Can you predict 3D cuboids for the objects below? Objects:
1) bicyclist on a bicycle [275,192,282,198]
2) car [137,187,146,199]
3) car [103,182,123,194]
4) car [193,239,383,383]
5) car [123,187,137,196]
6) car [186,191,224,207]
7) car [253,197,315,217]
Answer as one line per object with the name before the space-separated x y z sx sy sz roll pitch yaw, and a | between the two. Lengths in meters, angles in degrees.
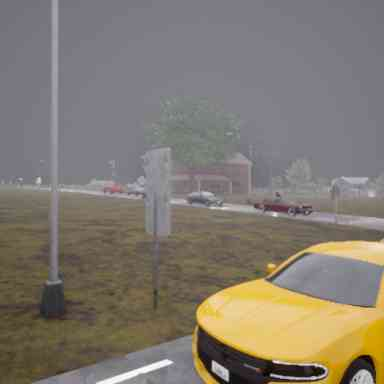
bicyclist on a bicycle | 8.710 0.778 33.668 1.656 1.620 0.582 1 1 -36
car | -4.654 0.107 42.004 2.097 1.767 4.553 0 2 -36
car | -14.315 -0.717 60.293 2.150 2.045 5.566 0 2 -36
car | 2.315 1.498 4.720 5.008 1.535 1.882 0 0 -35
car | -8.610 -0.086 52.458 1.812 1.442 4.674 0 2 -35
car | 1.216 0.644 33.838 1.812 1.442 4.674 0 2 -36
car | 7.023 1.087 25.762 1.895 1.301 4.718 0 2 -36
